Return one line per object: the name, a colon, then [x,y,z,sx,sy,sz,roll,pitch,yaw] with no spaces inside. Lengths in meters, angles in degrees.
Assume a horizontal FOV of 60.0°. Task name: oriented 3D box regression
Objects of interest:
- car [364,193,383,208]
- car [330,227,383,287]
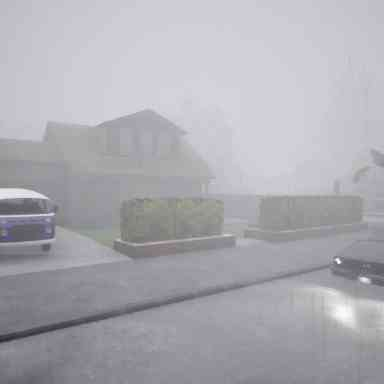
car: [23.130,0.985,40.297,3.866,1.878,1.905,0,0,0]
car: [5.960,1.547,8.861,5.357,1.411,2.033,0,0,-35]
